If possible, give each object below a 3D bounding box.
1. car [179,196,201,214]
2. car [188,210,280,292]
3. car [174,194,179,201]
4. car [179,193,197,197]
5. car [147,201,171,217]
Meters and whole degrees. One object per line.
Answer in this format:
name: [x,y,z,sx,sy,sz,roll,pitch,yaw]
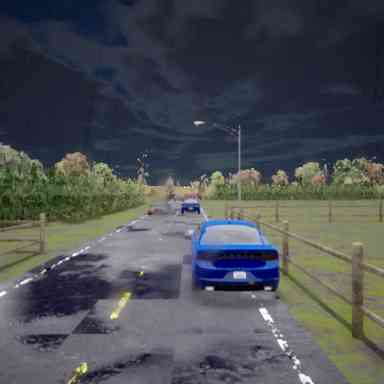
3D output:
car: [-0.113,1.453,34.939,1.882,1.535,5.008,0,0,0]
car: [0.919,1.474,8.967,1.882,1.535,5.008,0,0,0]
car: [-3.162,1.246,79.424,2.097,1.767,4.553,0,0,0]
car: [-0.229,1.180,45.370,2.150,2.045,5.566,0,0,0]
car: [-3.011,1.543,31.412,1.994,1.385,4.181,0,0,0]
